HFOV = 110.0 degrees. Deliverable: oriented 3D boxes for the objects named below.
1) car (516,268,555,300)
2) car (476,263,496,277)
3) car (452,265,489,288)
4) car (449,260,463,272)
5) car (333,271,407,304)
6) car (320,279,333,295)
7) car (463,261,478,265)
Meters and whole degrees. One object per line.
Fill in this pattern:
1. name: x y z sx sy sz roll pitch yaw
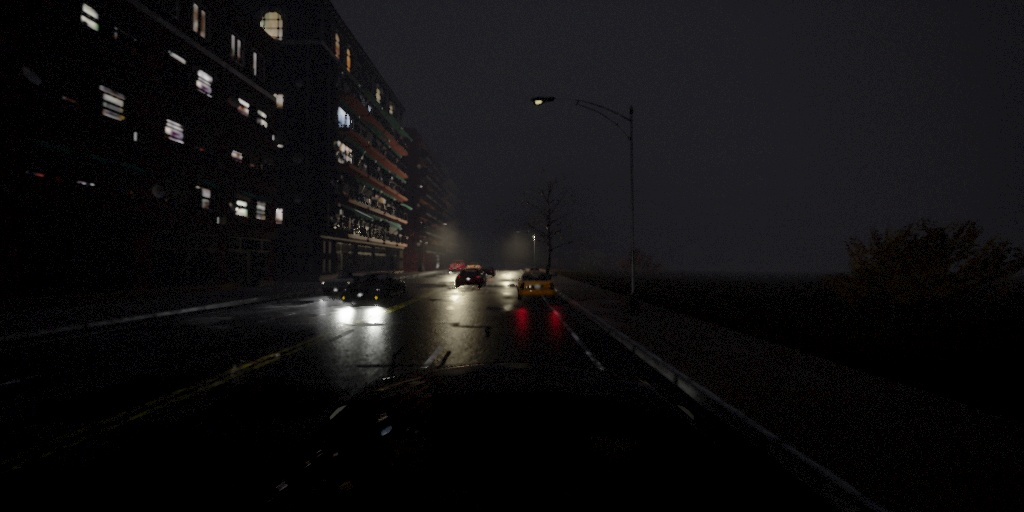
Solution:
1. car: 1.183 1.426 19.099 1.801 1.575 5.366 0 -1 0
2. car: -3.034 1.886 44.165 1.895 1.301 4.718 0 -1 0
3. car: -3.082 1.638 27.388 1.994 1.385 4.181 0 -1 0
4. car: -9.623 1.746 63.497 2.150 2.045 5.566 0 -1 1
5. car: -6.559 1.513 17.449 1.994 1.385 4.181 0 -1 0
6. car: -9.796 1.608 22.140 1.895 1.301 4.718 0 -1 0
7. car: -6.412 1.832 59.866 2.097 1.767 4.553 0 -1 1
